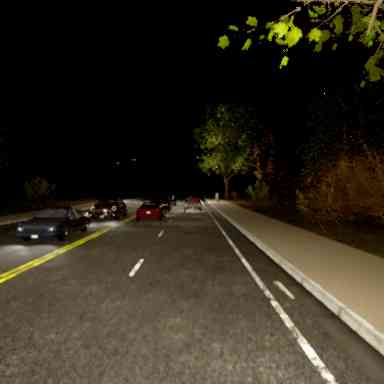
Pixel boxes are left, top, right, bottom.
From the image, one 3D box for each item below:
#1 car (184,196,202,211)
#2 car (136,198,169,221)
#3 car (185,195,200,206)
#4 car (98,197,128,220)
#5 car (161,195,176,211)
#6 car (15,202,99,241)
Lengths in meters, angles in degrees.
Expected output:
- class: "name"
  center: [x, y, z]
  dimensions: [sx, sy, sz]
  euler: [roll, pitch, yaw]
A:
- class: "car"
  center: [0.075, 1.349, 35.818]
  dimensions: [1.895, 1.301, 4.718]
  euler: [0, 0, 0]
- class: "car"
  center: [-3.097, 1.396, 25.687]
  dimensions: [1.994, 1.385, 4.181]
  euler: [0, 0, 0]
- class: "car"
  center: [0.112, 1.224, 47.216]
  dimensions: [1.994, 1.385, 4.181]
  euler: [0, 1, 0]
- class: "car"
  center: [-6.528, 1.188, 26.408]
  dimensions: [2.097, 1.767, 4.553]
  euler: [0, 0, 0]
- class: "car"
  center: [-3.166, 1.300, 36.393]
  dimensions: [2.033, 1.411, 5.357]
  euler: [0, 0, 0]
- class: "car"
  center: [-6.553, 1.454, 16.520]
  dimensions: [2.033, 1.411, 5.357]
  euler: [0, 0, 0]
